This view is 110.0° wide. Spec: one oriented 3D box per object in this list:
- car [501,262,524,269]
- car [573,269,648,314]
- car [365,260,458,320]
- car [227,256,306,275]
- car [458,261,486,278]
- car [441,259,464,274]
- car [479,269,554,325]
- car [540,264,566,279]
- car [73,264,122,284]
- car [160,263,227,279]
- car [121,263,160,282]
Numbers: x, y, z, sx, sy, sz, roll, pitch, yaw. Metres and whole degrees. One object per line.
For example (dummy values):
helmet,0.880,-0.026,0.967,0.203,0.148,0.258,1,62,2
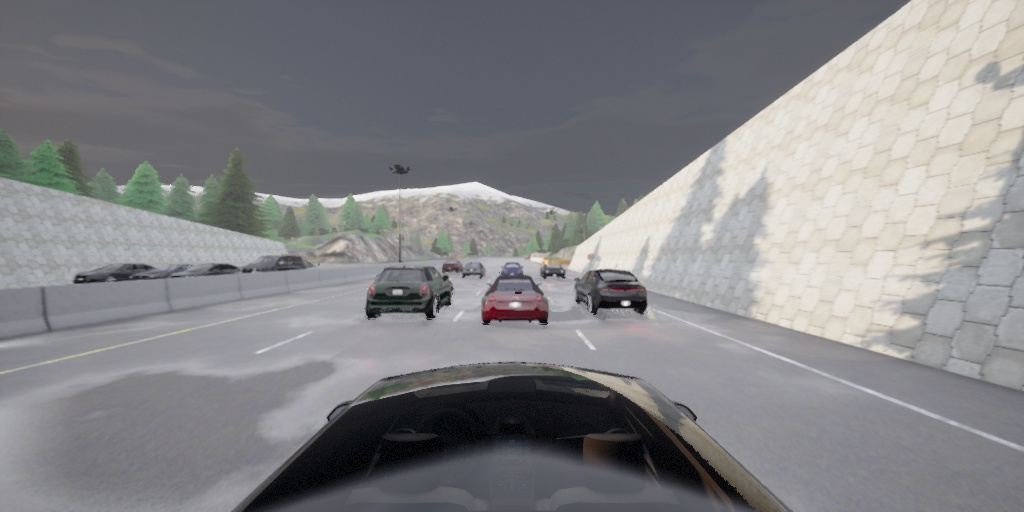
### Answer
car,0.040,1.251,30.485,1.812,1.442,4.674,0,0,0
car,3.578,1.239,13.707,1.837,1.490,4.892,0,0,0
car,-3.420,1.097,12.826,2.097,1.767,4.553,0,0,0
car,-17.567,0.980,26.468,2.150,2.045,5.566,0,0,0
car,-3.465,1.275,33.183,2.033,1.411,5.357,0,0,0
car,-6.988,1.202,42.618,1.882,1.535,5.008,0,0,0
car,0.083,1.305,11.836,1.994,1.385,4.181,0,0,0
car,3.536,1.319,31.943,1.895,1.301,4.718,0,0,0
car,-28.073,1.277,25.775,1.837,1.490,4.892,0,-1,0
car,-21.079,1.267,25.009,1.837,1.490,4.892,0,0,0
car,-24.568,1.312,26.309,2.033,1.411,5.357,0,0,0
